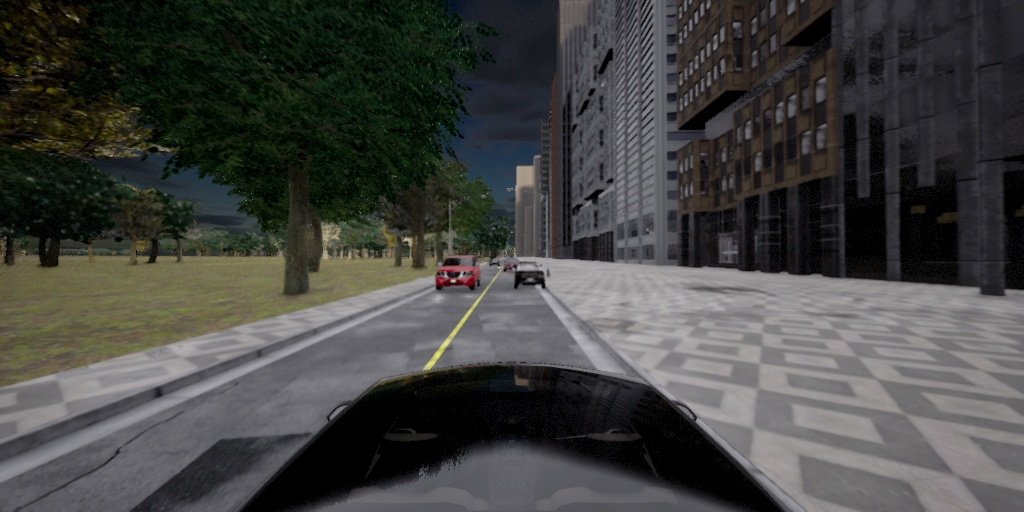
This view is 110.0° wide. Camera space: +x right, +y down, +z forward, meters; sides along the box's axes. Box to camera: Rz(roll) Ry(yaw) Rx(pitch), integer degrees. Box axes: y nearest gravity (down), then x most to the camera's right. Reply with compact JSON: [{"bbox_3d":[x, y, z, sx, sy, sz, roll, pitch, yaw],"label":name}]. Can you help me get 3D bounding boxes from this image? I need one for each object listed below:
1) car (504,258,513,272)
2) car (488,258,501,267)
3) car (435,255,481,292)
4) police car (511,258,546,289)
[{"bbox_3d":[0.033,1.023,45.329,2.097,1.767,4.553,0,0,0],"label":"car"},{"bbox_3d":[-3.025,1.110,62.854,1.837,1.490,4.892,0,0,1],"label":"car"},{"bbox_3d":[-3.098,0.950,21.667,2.150,2.045,5.566,0,0,0],"label":"car"},{"bbox_3d":[1.052,1.150,23.114,1.930,1.638,5.238,0,0,0],"label":"police car"}]
